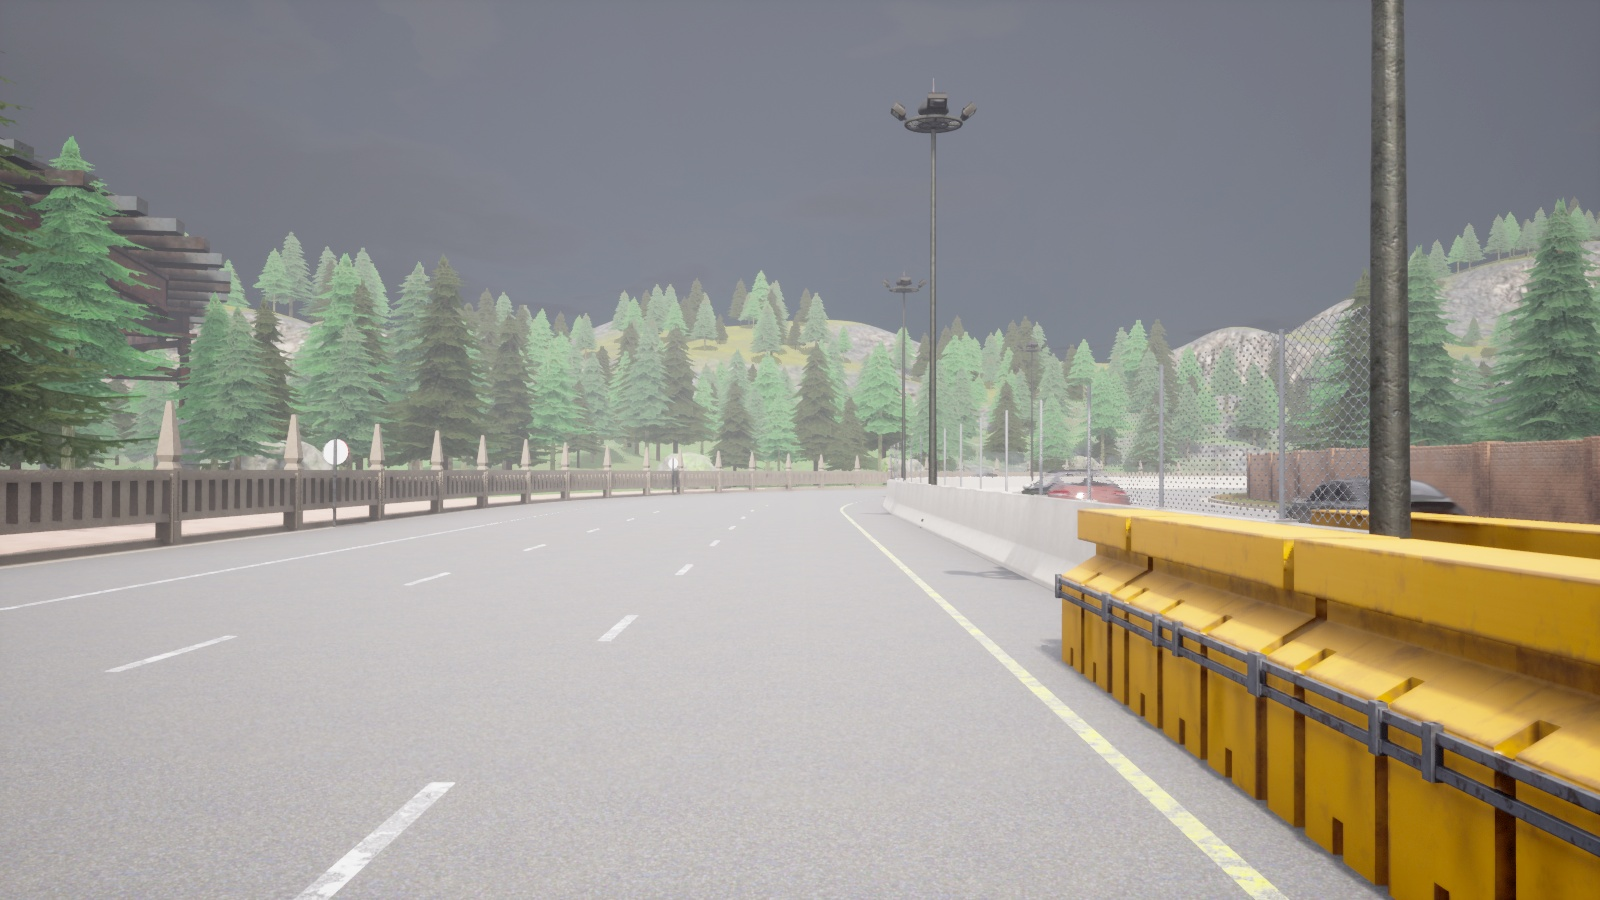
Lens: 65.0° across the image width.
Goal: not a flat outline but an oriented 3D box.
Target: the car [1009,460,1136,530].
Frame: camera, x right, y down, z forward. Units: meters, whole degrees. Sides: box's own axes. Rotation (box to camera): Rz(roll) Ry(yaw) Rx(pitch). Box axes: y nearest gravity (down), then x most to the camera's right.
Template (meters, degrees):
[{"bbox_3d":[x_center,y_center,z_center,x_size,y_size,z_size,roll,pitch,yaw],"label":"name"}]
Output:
[{"bbox_3d":[6.910,1.109,32.436,2.152,1.651,5.027,0,-1,0],"label":"car"}]

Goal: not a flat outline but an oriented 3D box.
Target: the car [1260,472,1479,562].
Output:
[{"bbox_3d":[10.436,1.171,23.484,1.837,1.490,4.892,0,-1,0],"label":"car"}]
